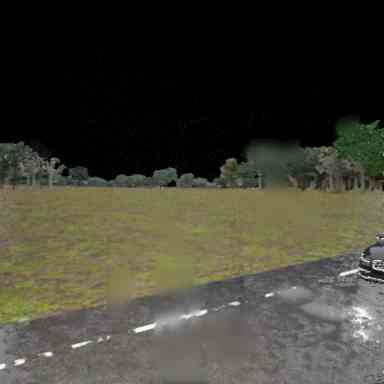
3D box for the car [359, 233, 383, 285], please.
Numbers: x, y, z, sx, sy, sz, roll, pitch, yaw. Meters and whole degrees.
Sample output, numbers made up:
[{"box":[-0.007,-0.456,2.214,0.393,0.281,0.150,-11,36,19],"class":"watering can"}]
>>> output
[{"box":[6.097,1.450,8.342,4.892,1.490,1.837,-1,0,-35],"class":"car"}]
